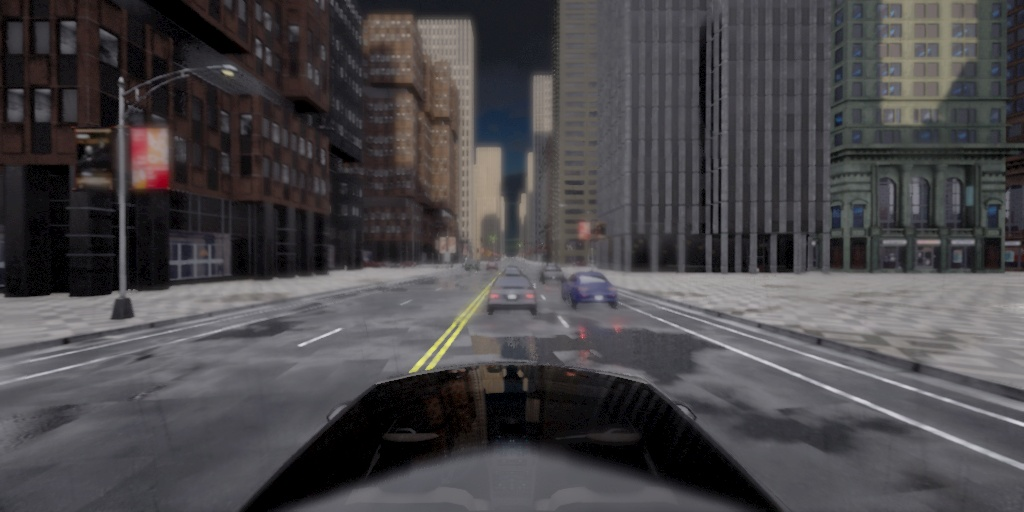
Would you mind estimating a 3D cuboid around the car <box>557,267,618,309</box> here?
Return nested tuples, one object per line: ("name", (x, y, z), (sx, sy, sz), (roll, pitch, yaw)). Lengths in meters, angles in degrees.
("car", (3.285, 1.407, 15.724), (1.812, 1.442, 4.674), (0, 0, 1))

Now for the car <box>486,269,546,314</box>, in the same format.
("car", (0.017, 1.417, 14.328), (2.033, 1.411, 5.357), (0, -1, 0))

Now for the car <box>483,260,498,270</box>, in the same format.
("car", (-3.285, 1.725, 59.969), (1.882, 1.535, 5.008), (0, -1, 1))

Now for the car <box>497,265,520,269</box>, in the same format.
("car", (0.036, 1.576, 30.237), (1.994, 1.385, 4.181), (0, 0, 1))

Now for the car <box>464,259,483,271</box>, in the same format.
("car", (-6.538, 1.466, 59.411), (2.150, 2.045, 5.566), (0, 0, 0))

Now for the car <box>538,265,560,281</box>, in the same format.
("car", (3.288, 1.505, 30.331), (2.128, 1.511, 4.902), (0, 0, 1))
